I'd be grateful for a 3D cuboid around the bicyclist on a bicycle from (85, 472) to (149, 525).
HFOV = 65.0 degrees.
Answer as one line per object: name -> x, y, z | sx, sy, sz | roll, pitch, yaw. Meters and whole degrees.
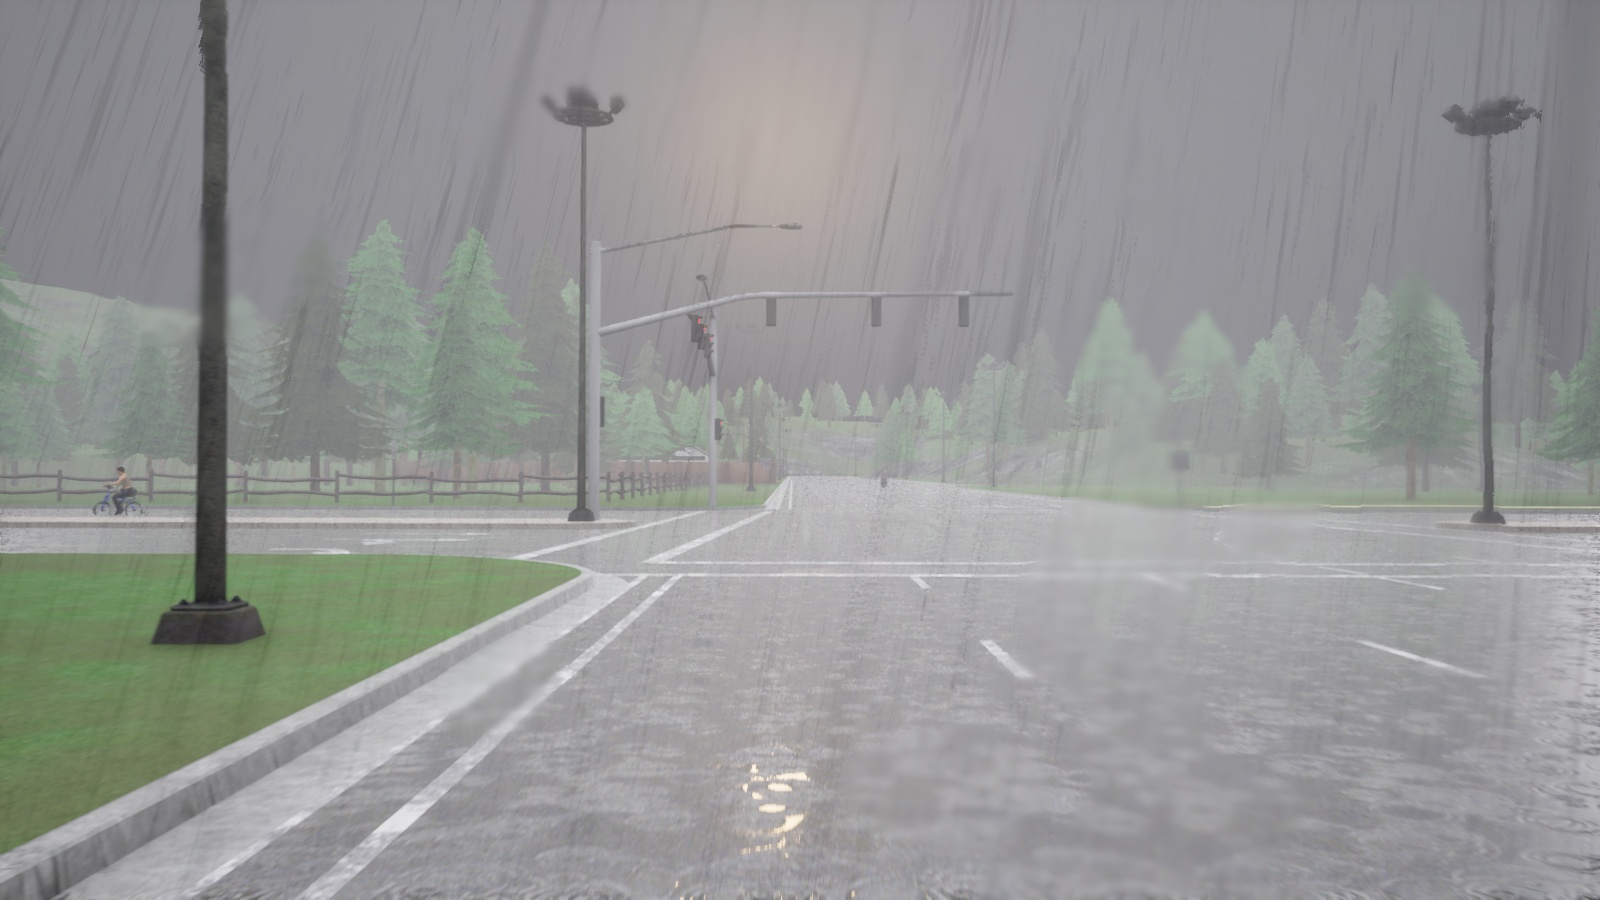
bicyclist on a bicycle -> -20.984, 1.481, 38.594 | 1.509, 1.612, 0.866 | 0, -1, -1
